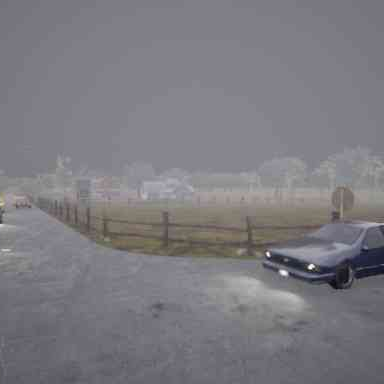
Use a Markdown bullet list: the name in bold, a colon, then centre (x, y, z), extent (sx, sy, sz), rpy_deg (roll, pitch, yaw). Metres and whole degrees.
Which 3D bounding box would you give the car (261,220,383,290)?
- **car**: centre (4.503, 1.520, 9.129), extent (5.357, 1.411, 2.033), rpy_deg (0, 2, -29)

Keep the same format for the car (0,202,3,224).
- **car**: centre (-10.112, 1.461, 15.499), extent (1.882, 1.535, 5.008), rpy_deg (0, 0, -28)

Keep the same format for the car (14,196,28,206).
- **car**: centre (-27.697, 1.439, 53.747), extent (1.882, 1.535, 5.008), rpy_deg (0, 0, -29)

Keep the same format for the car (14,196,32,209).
- **car**: centre (-22.501, 1.512, 44.429), extent (2.033, 1.411, 5.357), rpy_deg (0, 0, -28)

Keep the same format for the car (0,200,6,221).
- **car**: centre (-14.858, 1.541, 24.206), extent (1.994, 1.385, 4.181), rpy_deg (0, 0, -29)

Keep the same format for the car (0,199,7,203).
- **car**: centre (-20.813, 1.448, 35.216), extent (1.882, 1.535, 5.008), rpy_deg (0, 0, -28)
